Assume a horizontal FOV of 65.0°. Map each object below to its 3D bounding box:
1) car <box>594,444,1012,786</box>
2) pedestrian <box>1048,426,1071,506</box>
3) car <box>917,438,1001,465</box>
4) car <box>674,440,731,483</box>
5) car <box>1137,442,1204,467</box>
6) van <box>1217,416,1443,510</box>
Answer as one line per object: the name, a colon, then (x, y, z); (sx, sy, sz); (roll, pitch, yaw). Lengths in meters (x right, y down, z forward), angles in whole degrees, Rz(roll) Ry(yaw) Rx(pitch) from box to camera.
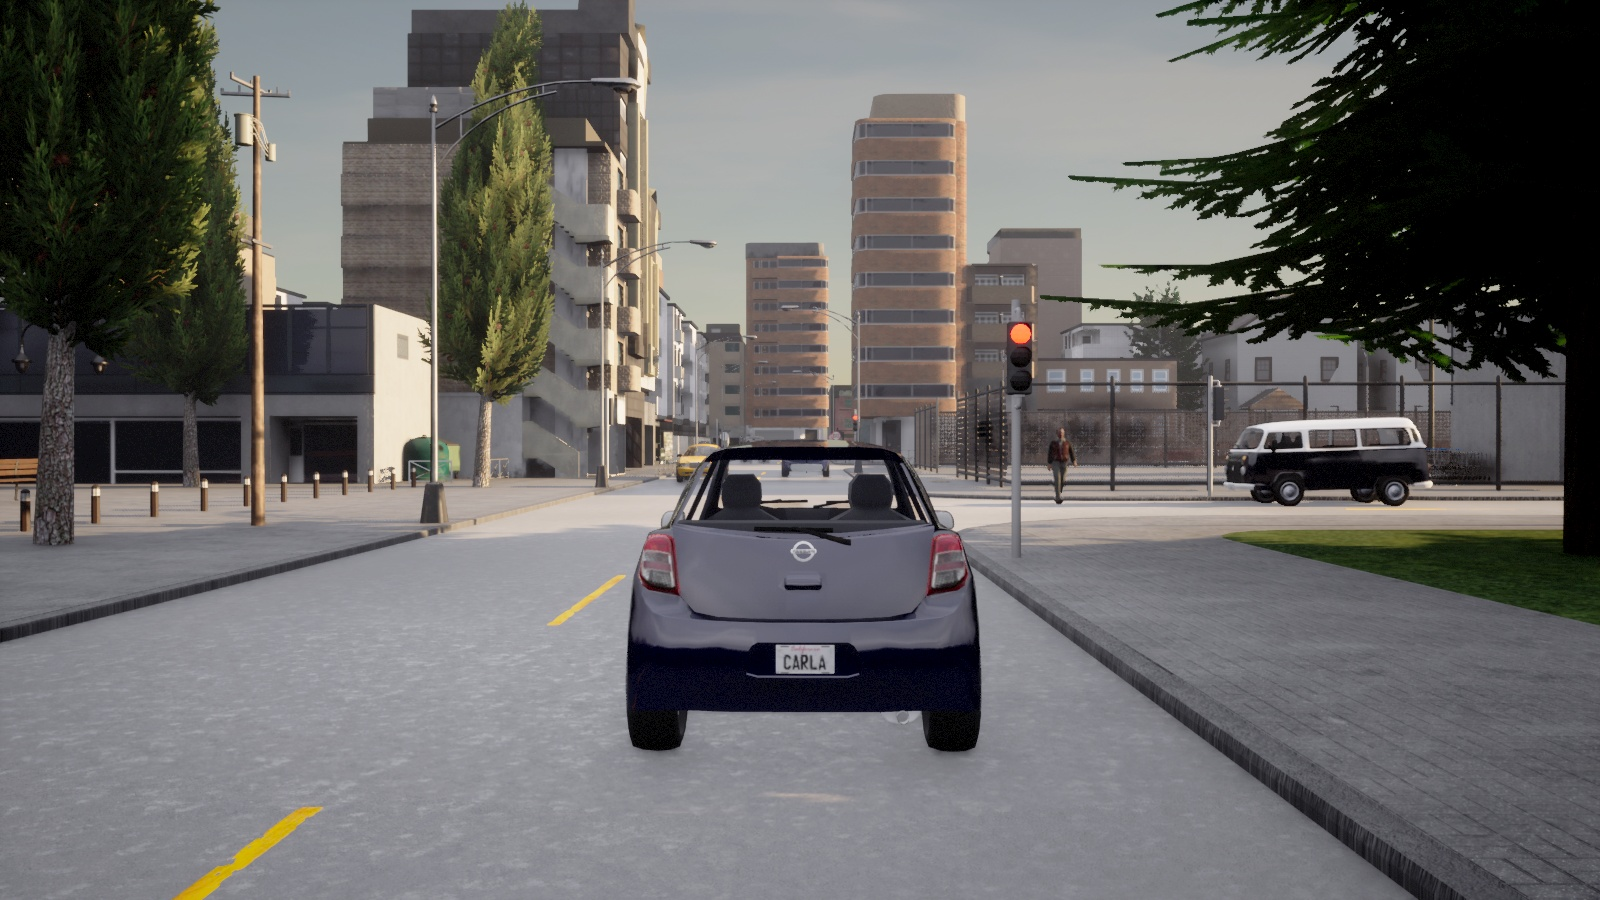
car: (0.036, 0.719, 7.361); (1.845, 1.501, 3.633); (0, 0, 1)
pedestrian: (6.070, 0.359, 29.374); (0.376, 1.854, 0.720); (0, 0, 0)
car: (10.031, 0.085, 79.358); (5.027, 1.651, 2.152); (0, 0, 0)
car: (-3.769, 0.404, 49.318); (1.801, 1.575, 5.366); (0, 0, 0)
car: (23.352, 0.296, 79.293); (3.705, 1.549, 1.789); (0, 0, 0)
van: (12.572, 0.298, 30.033); (4.480, 2.038, 2.069); (-2, 0, 0)
